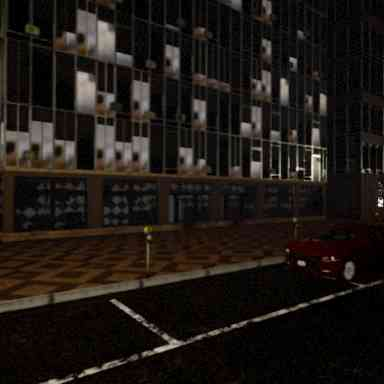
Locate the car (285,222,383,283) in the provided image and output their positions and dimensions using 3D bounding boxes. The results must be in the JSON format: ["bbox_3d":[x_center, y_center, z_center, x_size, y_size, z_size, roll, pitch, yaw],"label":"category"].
[{"bbox_3d":[4.660,1.607,9.883,4.507,1.381,1.887,0,0,-36],"label":"car"}]
